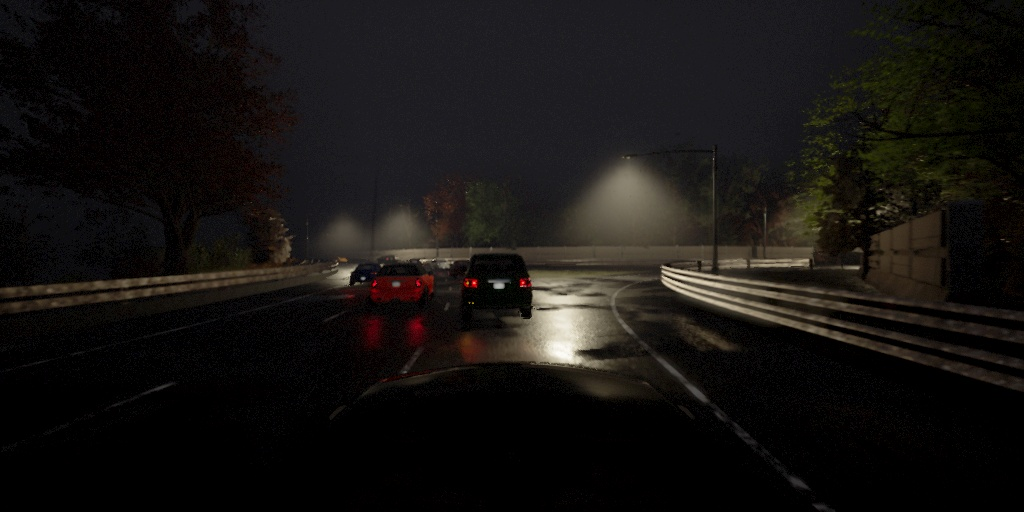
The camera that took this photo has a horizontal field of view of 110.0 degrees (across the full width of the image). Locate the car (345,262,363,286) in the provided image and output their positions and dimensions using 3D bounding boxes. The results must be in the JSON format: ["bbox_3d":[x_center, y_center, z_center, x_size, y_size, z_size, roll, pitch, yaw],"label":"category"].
[{"bbox_3d":[-9.778,1.210,24.564,1.812,1.442,4.674,0,0,-13],"label":"car"}]

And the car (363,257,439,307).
[{"bbox_3d":[-4.519,1.059,15.333,2.097,1.767,4.553,0,0,-7],"label":"car"}]

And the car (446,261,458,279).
[{"bbox_3d":[-4.332,1.118,31.097,1.882,1.535,5.008,0,0,-16],"label":"car"}]

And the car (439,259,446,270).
[{"bbox_3d":[-9.145,1.121,45.371,1.812,1.442,4.674,0,0,-24],"label":"car"}]

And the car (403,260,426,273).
[{"bbox_3d":[-11.611,1.163,42.476,2.033,1.411,5.357,0,0,-22],"label":"car"}]

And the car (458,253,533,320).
[{"bbox_3d":[-0.650,0.926,12.713,2.150,2.045,5.566,0,0,-6],"label":"car"}]
